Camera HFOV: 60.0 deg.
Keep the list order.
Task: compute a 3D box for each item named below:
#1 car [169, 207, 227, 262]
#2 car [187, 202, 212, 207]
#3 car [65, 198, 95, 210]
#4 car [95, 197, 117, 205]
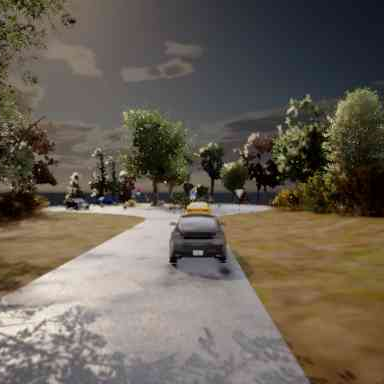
[{"bbox_3d":[0.215,1.547,12.288,1.837,1.490,4.892,0,0,1],"label":"car"},{"bbox_3d":[0.580,1.557,26.723,1.882,1.535,5.008,0,0,4],"label":"car"},{"bbox_3d":[-15.509,1.616,44.998,2.128,1.511,4.902,0,0,-41],"label":"car"},{"bbox_3d":[-16.387,1.649,62.308,1.882,1.535,5.008,0,-1,37],"label":"car"}]
